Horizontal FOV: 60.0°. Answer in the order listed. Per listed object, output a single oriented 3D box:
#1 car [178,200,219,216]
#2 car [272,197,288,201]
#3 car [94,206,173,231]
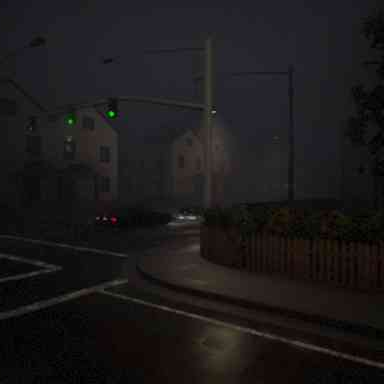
[{"bbox_3d":[0.891,1.556,33.351,2.033,1.411,5.357,0,0,35],"label":"car"},{"bbox_3d":[13.747,1.518,51.652,1.837,1.490,4.892,0,0,35],"label":"car"},{"bbox_3d":[-3.469,1.555,20.739,2.033,1.411,5.357,0,0,34],"label":"car"}]
